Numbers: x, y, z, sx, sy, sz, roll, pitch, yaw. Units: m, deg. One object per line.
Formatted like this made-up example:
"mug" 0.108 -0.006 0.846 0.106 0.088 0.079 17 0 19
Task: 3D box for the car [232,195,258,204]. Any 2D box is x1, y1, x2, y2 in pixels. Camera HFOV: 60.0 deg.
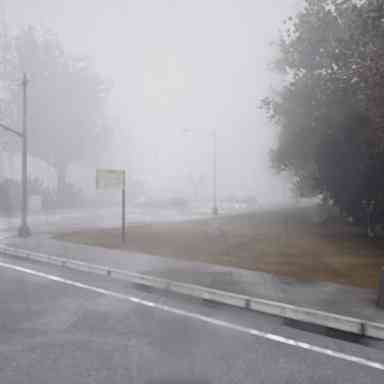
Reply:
"car" 9.332 1.318 56.272 2.033 1.411 5.357 0 1 35

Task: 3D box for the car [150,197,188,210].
"car" -2.450 1.347 40.676 1.837 1.490 4.892 0 1 38

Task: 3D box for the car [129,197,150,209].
"car" -5.773 1.353 42.104 1.812 1.442 4.674 0 0 38

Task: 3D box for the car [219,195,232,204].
"car" 6.440 1.222 58.244 2.128 1.511 4.902 0 1 35
